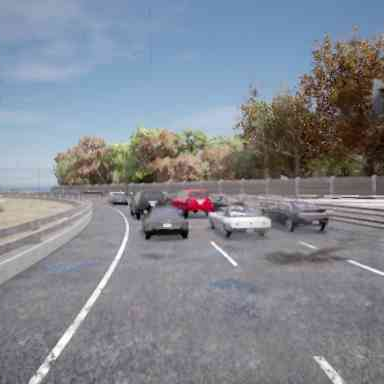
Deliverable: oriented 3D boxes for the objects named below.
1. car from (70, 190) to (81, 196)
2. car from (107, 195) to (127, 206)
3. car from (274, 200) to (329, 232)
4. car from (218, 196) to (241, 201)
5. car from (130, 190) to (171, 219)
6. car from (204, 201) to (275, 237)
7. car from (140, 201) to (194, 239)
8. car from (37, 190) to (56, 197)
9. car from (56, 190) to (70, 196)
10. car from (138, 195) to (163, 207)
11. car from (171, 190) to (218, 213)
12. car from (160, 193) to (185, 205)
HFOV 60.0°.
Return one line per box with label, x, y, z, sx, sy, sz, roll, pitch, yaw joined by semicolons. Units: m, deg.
car;-29.594;0.191;82.400;4.553;1.767;2.097;0;1;40
car;-9.801;1.011;43.426;1.994;1.385;4.181;-1;1;-24
car;5.414;1.202;17.987;2.128;1.511;4.902;0;1;-9
car;3.034;1.102;28.526;1.812;1.442;4.674;-1;1;-16
car;-3.455;0.881;25.708;2.150;2.045;5.566;-1;1;-16
car;2.125;1.355;16.371;1.895;1.301;4.718;0;1;-10
car;-1.350;1.345;15.977;1.994;1.385;4.181;0;1;-9
car;-34.376;0.463;77.291;4.902;1.511;2.128;0;1;40
car;-31.974;0.242;79.835;4.553;1.767;2.097;0;1;40
car;-5.354;1.040;42.025;1.895;1.301;4.718;-1;1;-23
car;-0.095;0.841;26.689;2.150;2.045;5.566;-1;0;-16
car;-2.683;0.892;44.616;1.837;1.490;4.892;-1;1;-24
